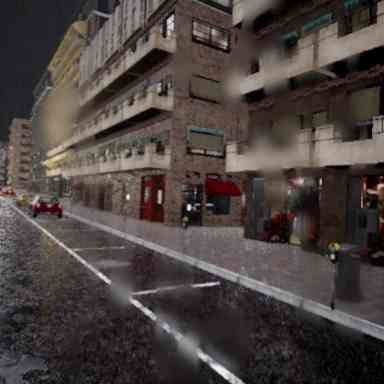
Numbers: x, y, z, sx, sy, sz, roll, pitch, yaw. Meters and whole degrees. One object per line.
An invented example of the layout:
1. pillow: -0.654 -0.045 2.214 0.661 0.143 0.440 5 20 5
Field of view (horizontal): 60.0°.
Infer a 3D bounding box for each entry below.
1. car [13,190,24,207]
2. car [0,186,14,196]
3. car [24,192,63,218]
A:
1. car: -16.692 0.727 33.697 1.752 1.417 4.829 4 -1 -32
2. car: -31.365 -0.077 57.031 1.967 1.590 4.097 4 -1 -32
3. car: -10.688 0.935 24.164 1.967 1.590 4.097 4 -1 -32
